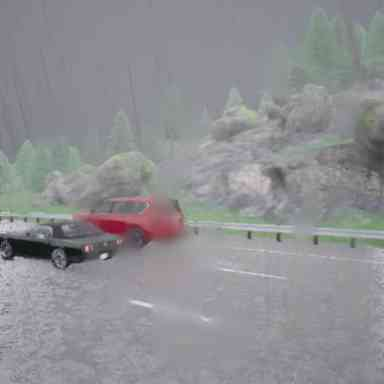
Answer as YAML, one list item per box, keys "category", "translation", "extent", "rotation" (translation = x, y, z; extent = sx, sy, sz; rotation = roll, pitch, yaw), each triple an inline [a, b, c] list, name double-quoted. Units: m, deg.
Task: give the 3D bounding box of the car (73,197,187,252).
- category: "car"
  translation: [-2.849, 1.233, 14.190]
  extent: [5.566, 2.045, 2.150]
  rotation: [0, 0, 33]

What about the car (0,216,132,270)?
- category: "car"
  translation: [-4.471, 1.620, 11.067]
  extent: [4.718, 1.301, 1.895]
  rotation: [0, 0, 33]
